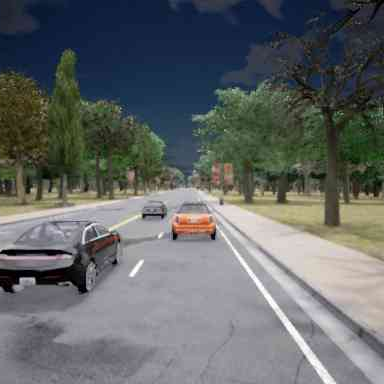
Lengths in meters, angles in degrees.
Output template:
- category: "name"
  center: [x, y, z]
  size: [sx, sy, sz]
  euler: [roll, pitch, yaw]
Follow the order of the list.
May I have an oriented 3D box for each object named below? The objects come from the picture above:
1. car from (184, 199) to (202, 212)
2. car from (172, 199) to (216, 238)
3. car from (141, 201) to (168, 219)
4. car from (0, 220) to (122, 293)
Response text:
- category: "car"
  center: [0.104, 1.468, 38.419]
  size: [1.895, 1.301, 4.718]
  euler: [0, 0, 0]
- category: "car"
  center: [0.102, 1.333, 17.524]
  size: [2.097, 1.767, 4.553]
  euler: [0, 0, 0]
- category: "car"
  center: [-3.147, 1.483, 28.584]
  size: [2.033, 1.411, 5.357]
  euler: [0, 0, 0]
- category: "car"
  center: [-3.149, 1.487, 8.795]
  size: [2.128, 1.511, 4.902]
  euler: [0, 0, 0]
